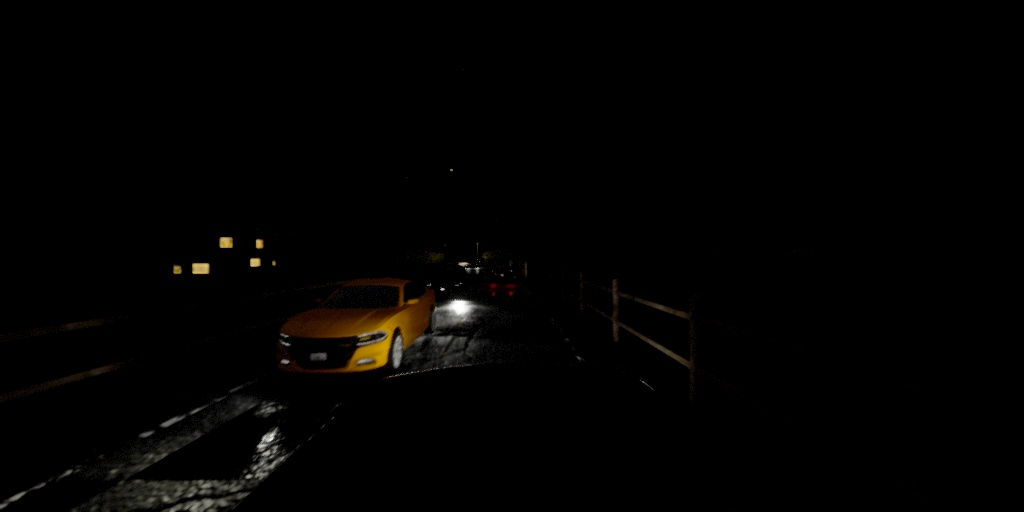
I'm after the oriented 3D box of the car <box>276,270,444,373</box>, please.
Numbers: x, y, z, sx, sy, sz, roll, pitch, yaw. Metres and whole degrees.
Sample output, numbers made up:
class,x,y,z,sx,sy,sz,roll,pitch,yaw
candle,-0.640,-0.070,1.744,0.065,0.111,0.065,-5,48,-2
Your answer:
class,x,y,z,sx,sy,sz,roll,pitch,yaw
car,-2.943,1.238,7.865,1.882,1.535,5.008,0,0,-1

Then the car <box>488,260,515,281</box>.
class,x,y,z,sx,sy,sz,roll,pitch,yaw
car,-0.863,1.278,29.783,1.812,1.442,4.674,0,0,-3

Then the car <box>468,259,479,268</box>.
class,x,y,z,sx,sy,sz,roll,pitch,yaw
car,-6.964,1.332,64.838,1.837,1.490,4.892,0,0,-7

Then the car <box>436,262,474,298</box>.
class,x,y,z,sx,sy,sz,roll,pitch,yaw
car,-3.234,1.265,18.707,1.837,1.490,4.892,0,0,-2
